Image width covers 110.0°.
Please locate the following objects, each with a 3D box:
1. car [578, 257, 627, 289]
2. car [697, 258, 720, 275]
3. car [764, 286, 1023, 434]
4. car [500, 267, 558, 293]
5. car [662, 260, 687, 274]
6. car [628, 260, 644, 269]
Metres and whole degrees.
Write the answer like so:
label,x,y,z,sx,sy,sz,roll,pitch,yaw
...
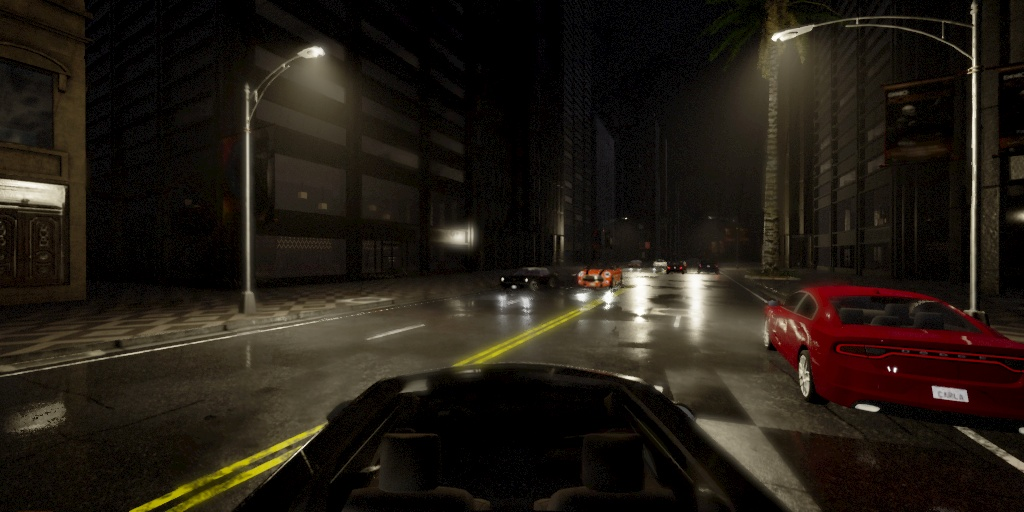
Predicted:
label,x,y,z,sx,sy,sz,roll,pitch,yaw
car,5.827,1.108,23.362,2.097,1.767,4.553,0,0,27
car,22.012,1.123,40.251,2.097,1.767,4.553,0,0,27
car,5.507,1.228,5.786,1.882,1.535,5.008,0,0,27
car,1.108,1.354,21.282,1.895,1.301,4.718,0,0,27
car,18.597,1.317,40.701,2.033,1.411,5.357,0,0,27
car,20.421,1.336,58.870,2.033,1.411,5.357,0,0,28
